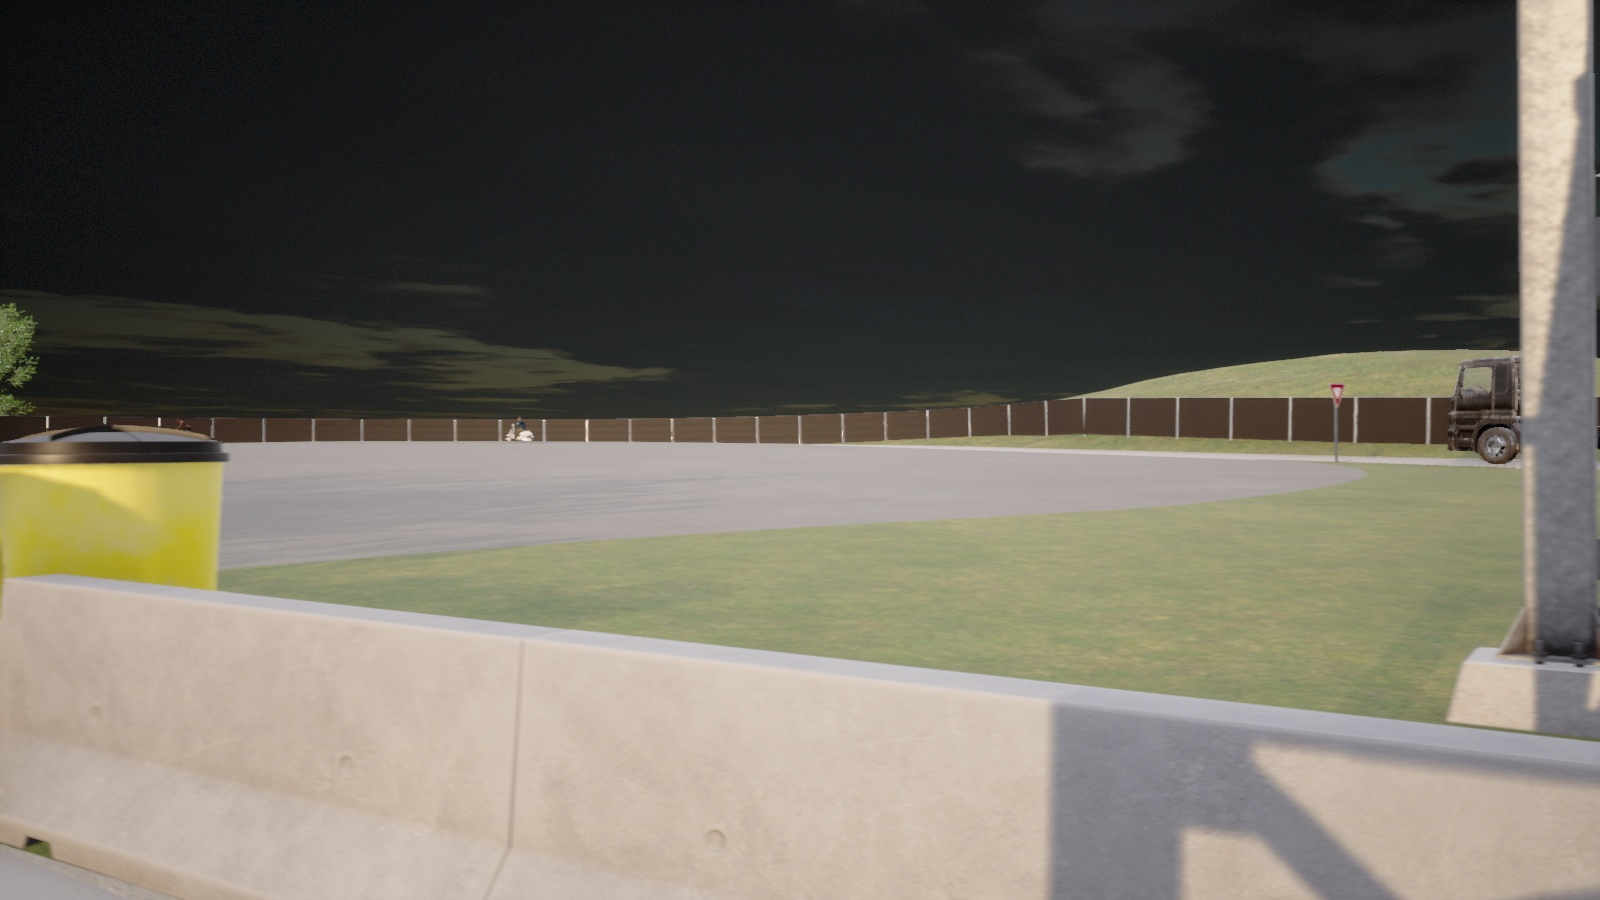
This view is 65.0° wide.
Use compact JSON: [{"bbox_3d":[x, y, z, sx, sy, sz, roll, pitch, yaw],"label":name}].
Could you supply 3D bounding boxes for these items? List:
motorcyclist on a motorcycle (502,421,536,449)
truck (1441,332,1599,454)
[{"bbox_3d":[-16.985,-0.900,75.919,1.817,1.590,0.866,-1,3,10],"label":"motorcyclist on a motorcycle"},{"bbox_3d":[23.625,-1.662,37.223,2.891,3.462,7.936,-2,1,-29],"label":"truck"}]
